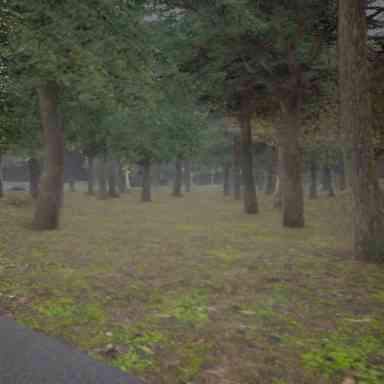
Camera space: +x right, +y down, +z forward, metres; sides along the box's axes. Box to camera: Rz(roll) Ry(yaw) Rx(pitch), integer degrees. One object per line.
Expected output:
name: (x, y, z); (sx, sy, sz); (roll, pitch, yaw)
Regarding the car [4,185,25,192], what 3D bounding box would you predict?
car: (-43.846, -0.940, 82.014); (2.097, 1.767, 4.553); (-1, 1, 34)
